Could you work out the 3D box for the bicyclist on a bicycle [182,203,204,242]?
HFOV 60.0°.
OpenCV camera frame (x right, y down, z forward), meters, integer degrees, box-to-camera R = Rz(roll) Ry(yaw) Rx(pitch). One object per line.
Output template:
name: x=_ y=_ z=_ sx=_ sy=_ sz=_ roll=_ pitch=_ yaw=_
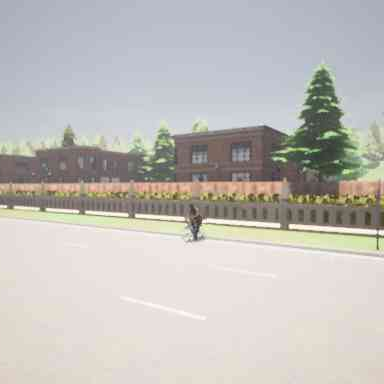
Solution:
bicyclist on a bicycle: x=0.074 y=1.316 z=14.345 sx=0.582 sy=1.620 sz=1.656 roll=1 pitch=0 yaw=34
